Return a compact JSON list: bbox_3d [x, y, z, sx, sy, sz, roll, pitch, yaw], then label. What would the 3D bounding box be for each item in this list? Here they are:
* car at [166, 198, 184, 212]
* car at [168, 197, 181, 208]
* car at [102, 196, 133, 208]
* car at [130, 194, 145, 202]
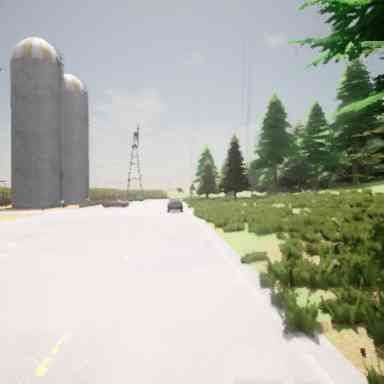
[{"bbox_3d":[-2.002,1.574,39.539,2.128,1.511,4.902,-1,0,-3],"label":"car"},{"bbox_3d":[-2.631,1.584,50.578,1.882,1.535,5.008,-1,0,-3],"label":"car"},{"bbox_3d":[-11.811,1.744,51.828,4.181,1.381,1.994,-1,0,-4],"label":"car"},{"bbox_3d":[-14.074,1.752,84.763,3.988,1.617,1.851,-1,0,-4],"label":"car"}]
